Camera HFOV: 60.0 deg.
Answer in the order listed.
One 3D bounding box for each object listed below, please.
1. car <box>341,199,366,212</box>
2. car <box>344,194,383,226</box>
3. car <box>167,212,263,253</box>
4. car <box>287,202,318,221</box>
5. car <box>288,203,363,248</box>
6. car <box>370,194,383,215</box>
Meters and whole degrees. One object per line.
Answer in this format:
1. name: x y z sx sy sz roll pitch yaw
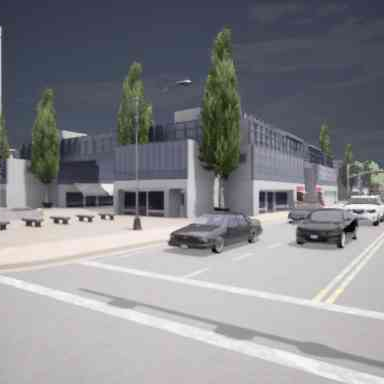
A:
1. car: 19.565 1.630 40.221 1.994 1.385 4.181 0 0 35
2. car: 12.463 1.260 24.086 2.150 2.045 5.566 0 0 35
3. car: 1.234 1.573 14.147 2.033 1.411 5.357 0 0 35
4. car: 8.583 1.547 24.644 1.837 1.490 4.892 0 0 35
5. car: 6.251 1.503 15.212 1.882 1.535 5.008 0 0 35
6. car: 20.908 1.278 36.080 2.150 2.045 5.566 0 0 35
